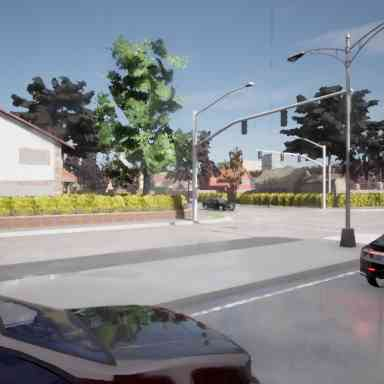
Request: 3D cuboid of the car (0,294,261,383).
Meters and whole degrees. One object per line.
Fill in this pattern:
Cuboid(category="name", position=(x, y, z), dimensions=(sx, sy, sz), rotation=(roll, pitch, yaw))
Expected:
Cuboid(category="car", position=(-1.969, 1.547, 2.344), dimensions=(5.357, 1.411, 2.033), rotation=(0, 0, -35))

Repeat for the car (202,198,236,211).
Cuboid(category="car", position=(3.196, 1.505, 40.086), dimensions=(1.837, 1.490, 4.892), rotation=(0, 0, -36))

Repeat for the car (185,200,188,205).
Cuboid(category="car", position=(-2.558, 1.352, 48.003), dimensions=(2.097, 1.767, 4.553), rotation=(0, 0, -36))

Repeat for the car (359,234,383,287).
Cuboid(category="car", position=(5.998, 1.492, 8.063), dimensions=(4.902, 1.511, 2.128), rotation=(0, 0, -35))
